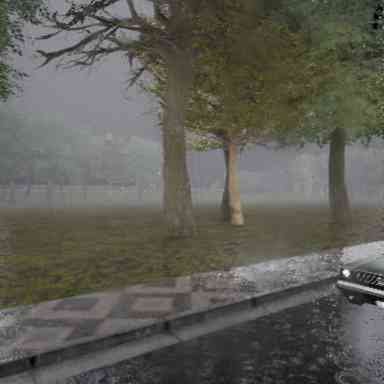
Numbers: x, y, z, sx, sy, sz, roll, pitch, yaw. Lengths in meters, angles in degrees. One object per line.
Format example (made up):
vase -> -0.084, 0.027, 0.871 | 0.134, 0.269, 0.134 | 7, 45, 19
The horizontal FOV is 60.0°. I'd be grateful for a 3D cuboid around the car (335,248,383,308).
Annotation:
car -> 5.035, 1.588, 6.858 | 4.718, 1.301, 1.895 | 0, 0, -36
